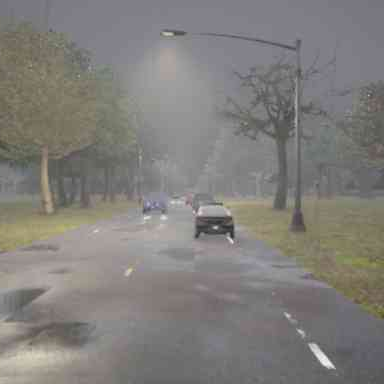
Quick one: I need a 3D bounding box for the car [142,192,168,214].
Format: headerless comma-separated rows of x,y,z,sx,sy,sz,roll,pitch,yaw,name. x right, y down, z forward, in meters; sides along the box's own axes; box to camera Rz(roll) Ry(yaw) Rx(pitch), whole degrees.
-3.605,1.069,33.252,2.150,2.045,5.566,0,0,0,car

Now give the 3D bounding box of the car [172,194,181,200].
-3.518,1.162,75.263,1.895,1.301,4.718,0,0,0,car

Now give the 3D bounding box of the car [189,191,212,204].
1.042,1.073,33.145,2.150,2.045,5.566,0,0,0,car

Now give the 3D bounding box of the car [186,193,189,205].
-0.011,1.335,52.851,1.994,1.385,4.181,0,0,0,car

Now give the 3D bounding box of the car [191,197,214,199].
1.043,1.381,27.117,1.837,1.490,4.892,0,0,0,car

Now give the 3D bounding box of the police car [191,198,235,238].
1.046,1.345,17.224,1.930,1.638,5.238,0,0,0,police car

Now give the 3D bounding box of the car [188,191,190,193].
-0.017,0.860,68.677,2.150,2.045,5.566,0,0,0,car
